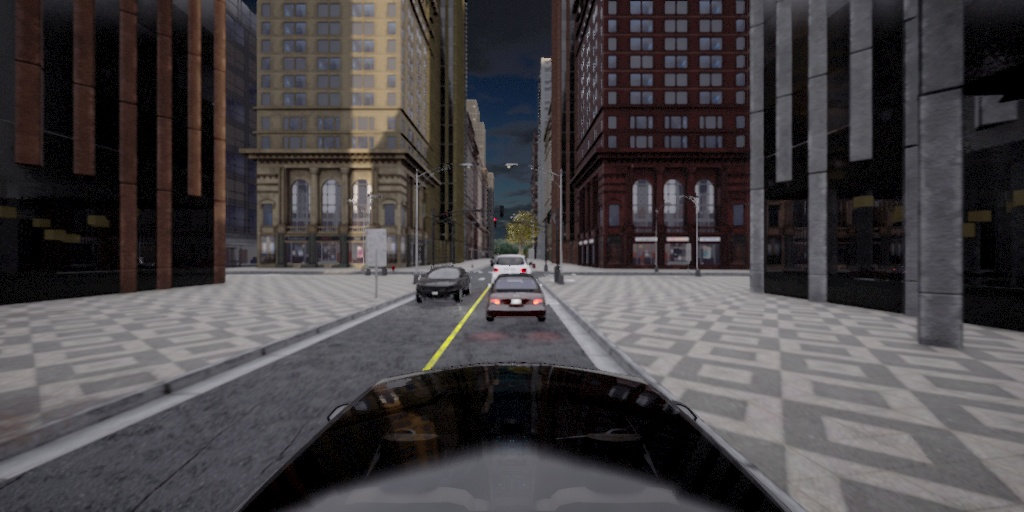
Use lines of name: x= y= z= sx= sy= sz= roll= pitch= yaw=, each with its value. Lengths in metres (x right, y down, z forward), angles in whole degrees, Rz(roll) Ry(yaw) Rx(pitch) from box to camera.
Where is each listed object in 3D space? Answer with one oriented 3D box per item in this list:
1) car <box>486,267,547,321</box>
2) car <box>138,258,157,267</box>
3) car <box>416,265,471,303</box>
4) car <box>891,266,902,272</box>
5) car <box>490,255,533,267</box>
car: x=0.117 y=1.284 z=12.271 sx=2.033 sy=1.411 sz=5.357 roll=0 pitch=0 yaw=0
car: x=-36.408 y=0.943 z=35.264 sx=4.553 sy=1.767 sz=2.097 roll=0 pitch=0 yaw=0
car: x=-3.053 y=1.207 z=16.748 sx=1.882 sy=1.535 sz=5.008 roll=0 pitch=0 yaw=0
car: x=40.631 y=1.380 z=35.141 sx=5.357 sy=1.411 sz=2.033 roll=0 pitch=0 yaw=1
car: x=0.067 y=0.944 z=22.675 sx=2.150 sy=2.045 sz=5.566 roll=0 pitch=0 yaw=4
